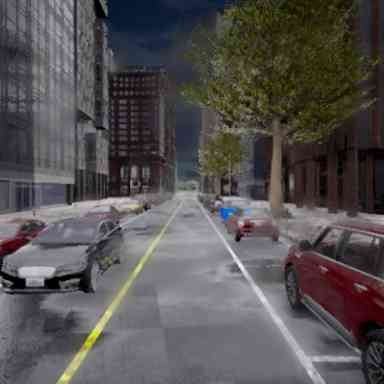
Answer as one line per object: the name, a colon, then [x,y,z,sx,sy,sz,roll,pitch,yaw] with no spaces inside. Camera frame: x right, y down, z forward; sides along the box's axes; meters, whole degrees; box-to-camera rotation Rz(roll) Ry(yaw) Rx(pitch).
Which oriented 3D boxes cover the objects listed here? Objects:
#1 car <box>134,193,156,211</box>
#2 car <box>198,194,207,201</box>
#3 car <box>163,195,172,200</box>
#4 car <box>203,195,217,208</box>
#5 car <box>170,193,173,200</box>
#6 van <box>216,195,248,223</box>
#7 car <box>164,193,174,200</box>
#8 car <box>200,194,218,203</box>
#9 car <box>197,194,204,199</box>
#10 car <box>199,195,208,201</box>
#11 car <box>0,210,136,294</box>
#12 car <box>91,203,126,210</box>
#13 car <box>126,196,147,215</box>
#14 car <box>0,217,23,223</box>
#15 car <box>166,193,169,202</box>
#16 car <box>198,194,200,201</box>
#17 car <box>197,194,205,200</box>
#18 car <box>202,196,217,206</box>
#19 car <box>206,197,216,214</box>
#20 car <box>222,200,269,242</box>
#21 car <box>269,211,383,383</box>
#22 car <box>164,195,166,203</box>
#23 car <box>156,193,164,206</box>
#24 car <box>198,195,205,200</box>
car: [-5.880,1.173,38.508,2.192,1.841,5.009,0,0,0]
car: [2.419,1.193,78.025,1.967,1.590,4.097,0,0,0]
car: [-6.138,1.333,83.618,1.947,1.339,4.313,0,0,0]
car: [2.646,1.403,38.548,1.947,1.339,4.313,0,0,0]
car: [-6.106,1.340,77.981,1.947,1.339,4.313,0,0,0]
van: [2.744,1.238,21.630,1.690,1.788,3.998,0,0,0]
car: [-6.172,1.077,89.256,2.192,1.841,5.009,0,0,0]
car: [2.613,1.138,44.187,2.192,1.841,5.009,0,0,0]
car: [2.322,1.303,94.943,1.947,1.339,4.313,0,0,0]
car: [2.452,1.344,72.385,1.802,1.307,4.206,0,0,0]
car: [-3.040,1.458,8.863,2.128,1.511,4.902,0,0,0]
car: [-5.781,1.500,21.594,1.802,1.307,4.206,0,0,0]
car: [-5.846,1.399,32.701,1.752,1.417,4.829,0,0,0]
car: [-5.716,1.512,10.316,1.887,1.381,4.507,0,0,0]
car: [-6.009,1.120,61.063,2.192,1.841,5.009,0,0,0]
car: [2.517,1.350,61.106,1.947,1.339,4.313,0,0,0]
car: [2.355,1.306,89.303,1.947,1.339,4.313,0,0,0]
car: [2.582,1.355,49.827,1.887,1.381,4.507,0,0,0]
car: [2.679,1.434,32.910,1.802,1.307,4.206,0,0,0]
car: [2.777,1.362,15.991,1.967,1.590,4.097,0,0,0]
car: [2.841,1.286,4.711,2.192,1.841,5.009,0,0,0]
car: [-5.976,1.384,55.426,1.947,1.339,4.313,0,0,0]
car: [-5.945,1.146,49.786,2.192,1.841,5.009,0,0,0]
car: [2.387,1.328,83.664,1.802,1.307,4.206,0,0,0]
